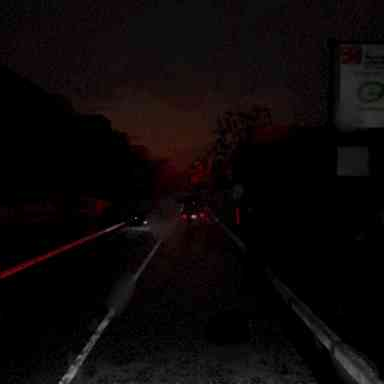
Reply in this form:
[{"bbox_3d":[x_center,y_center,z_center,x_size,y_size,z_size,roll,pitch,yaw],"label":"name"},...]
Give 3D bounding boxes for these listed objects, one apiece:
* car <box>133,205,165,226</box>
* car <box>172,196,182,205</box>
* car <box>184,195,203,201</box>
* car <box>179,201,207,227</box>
[{"bbox_3d":[-3.078,1.647,24.674,2.033,1.411,5.357,0,0,0],"label":"car"},{"bbox_3d":[-2.929,1.608,64.864,1.837,1.490,4.892,0,1,1],"label":"car"},{"bbox_3d":[0.157,1.382,40.968,2.150,2.045,5.566,0,-1,0],"label":"car"},{"bbox_3d":[0.119,1.643,23.686,2.033,1.411,5.357,0,0,0],"label":"car"}]
